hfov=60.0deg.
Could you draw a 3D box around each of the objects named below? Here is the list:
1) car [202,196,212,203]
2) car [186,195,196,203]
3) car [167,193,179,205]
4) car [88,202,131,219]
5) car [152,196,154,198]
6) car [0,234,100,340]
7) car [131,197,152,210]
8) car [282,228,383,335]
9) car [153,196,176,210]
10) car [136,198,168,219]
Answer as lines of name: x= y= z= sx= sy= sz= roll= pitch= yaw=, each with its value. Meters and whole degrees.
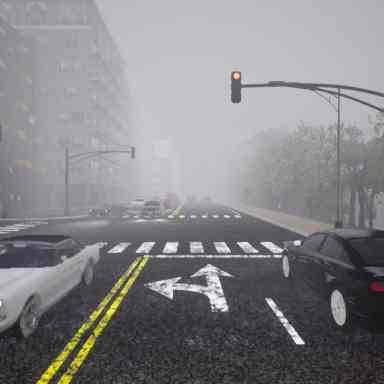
car: x=3.071 y=1.516 z=69.435 sx=2.128 sy=1.511 sz=4.902 roll=0 pitch=0 yaw=0
car: x=-0.176 y=1.376 z=68.880 sx=2.097 sy=1.767 sz=4.553 roll=0 pitch=0 yaw=0
car: x=-3.568 y=1.234 z=59.306 sx=2.150 sy=2.045 sz=5.566 roll=0 pitch=1 yaw=0
car: x=-7.405 y=1.621 z=29.764 sx=1.895 sy=1.301 sz=4.718 roll=0 pitch=1 yaw=10
car: x=-6.812 y=1.497 z=62.533 sx=1.882 sy=1.535 sz=5.008 roll=0 pitch=0 yaw=0
car: x=-3.376 y=1.600 z=6.655 sx=1.895 sy=1.301 sz=4.718 roll=0 pitch=0 yaw=0
car: x=-6.772 y=1.533 z=43.285 sx=1.812 sy=1.442 sz=4.674 roll=0 pitch=0 yaw=0
car: x=3.326 y=1.477 z=6.891 sx=1.882 sy=1.535 sz=5.008 roll=0 pitch=0 yaw=0
car: x=-3.521 y=1.571 z=43.079 sx=1.994 sy=1.385 sz=4.181 roll=0 pitch=0 yaw=0
car: x=-3.469 y=1.523 z=29.549 sx=1.837 sy=1.490 sz=4.892 roll=0 pitch=0 yaw=0
